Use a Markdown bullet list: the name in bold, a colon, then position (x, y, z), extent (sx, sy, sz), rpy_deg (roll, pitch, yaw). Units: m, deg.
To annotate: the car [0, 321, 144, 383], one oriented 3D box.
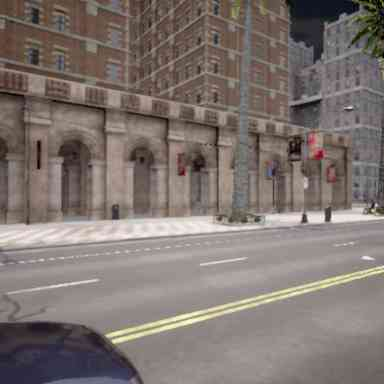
- **car**: position (-2.322, 1.556, 2.091), extent (4.181, 1.385, 1.994), rpy_deg (1, 0, -36)
